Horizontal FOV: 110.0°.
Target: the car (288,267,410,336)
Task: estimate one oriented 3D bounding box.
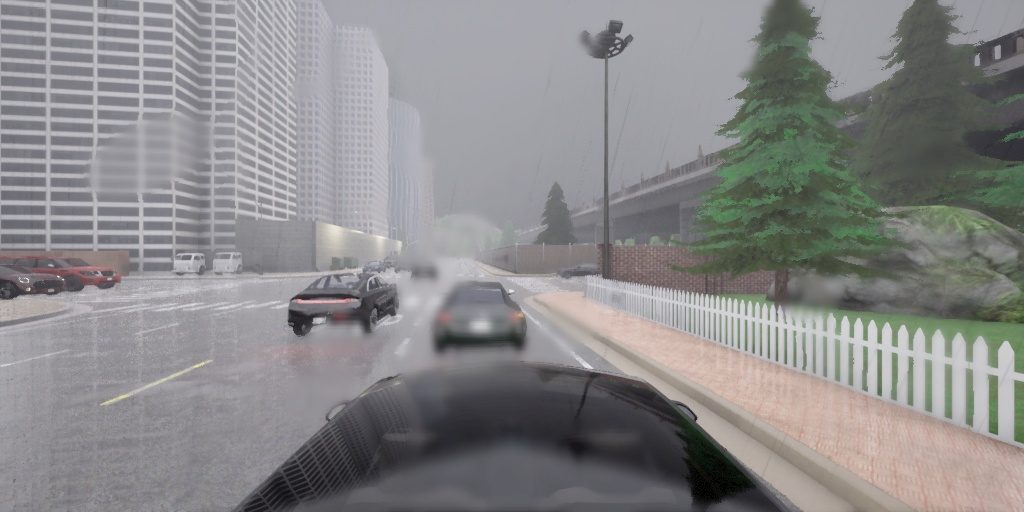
[{"bbox_3d":[-4.557,1.241,10.423,2.128,1.511,4.902,0,0,-6],"label":"car"}]

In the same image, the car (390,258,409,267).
[{"bbox_3d":[-12.662,1.297,42.787,2.033,1.411,5.357,0,0,-8],"label":"car"}]

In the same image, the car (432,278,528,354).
[{"bbox_3d":[-0.821,1.314,8.883,1.994,1.385,4.181,0,0,-7],"label":"car"}]

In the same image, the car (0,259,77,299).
[{"bbox_3d":[-25.417,1.157,17.762,4.553,1.767,2.097,0,0,-8],"label":"car"}]

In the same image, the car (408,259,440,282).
[{"bbox_3d":[-7.140,1.267,30.060,1.882,1.535,5.008,0,0,-8],"label":"car"}]

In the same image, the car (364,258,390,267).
[{"bbox_3d":[-16.101,1.276,42.103,1.812,1.442,4.674,0,0,-8],"label":"car"}]

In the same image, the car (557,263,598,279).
[{"bbox_3d":[6.465,1.331,33.039,4.674,1.442,1.812,0,0,-7],"label":"car"}]

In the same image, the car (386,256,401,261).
[{"bbox_3d":[-17.603,0.972,52.841,2.150,2.045,5.566,0,0,-8],"label":"car"}]

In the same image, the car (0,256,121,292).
[{"bbox_3d":[-26.842,1.027,21.119,5.566,2.045,2.150,0,0,-8],"label":"car"}]
